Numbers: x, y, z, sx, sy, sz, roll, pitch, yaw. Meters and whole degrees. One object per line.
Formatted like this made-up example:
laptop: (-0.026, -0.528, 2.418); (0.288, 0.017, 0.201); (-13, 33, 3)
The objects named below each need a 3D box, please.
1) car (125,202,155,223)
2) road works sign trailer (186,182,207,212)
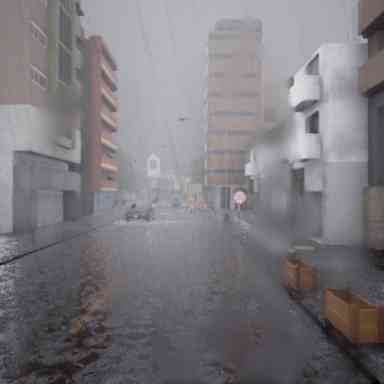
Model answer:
car: (-4.098, 1.576, 26.618); (1.837, 1.490, 4.892); (0, 0, 0)
road works sign trailer: (0.204, 0.576, 41.289); (2.380, 3.560, 2.880); (0, 0, -37)
